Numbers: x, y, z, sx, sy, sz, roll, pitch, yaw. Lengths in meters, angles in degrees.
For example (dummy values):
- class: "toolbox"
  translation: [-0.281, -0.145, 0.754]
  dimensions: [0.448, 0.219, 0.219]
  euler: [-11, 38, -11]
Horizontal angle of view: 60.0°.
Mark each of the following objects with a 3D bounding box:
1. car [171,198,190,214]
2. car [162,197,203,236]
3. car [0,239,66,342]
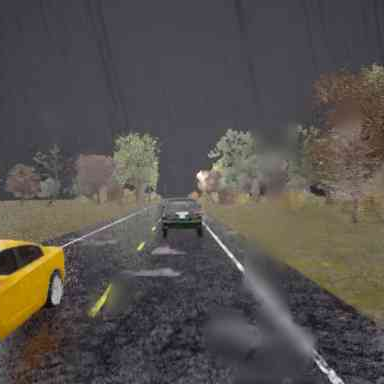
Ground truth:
- class: "car"
  translation: [-1.355, 1.581, 39.341]
  dimensions: [2.097, 1.767, 4.553]
  euler: [-1, 0, -2]
- class: "car"
  translation: [-0.588, 1.327, 19.544]
  dimensions: [2.150, 2.045, 5.566]
  euler: [-1, 0, -2]
- class: "car"
  translation: [-3.609, 1.560, 5.229]
  dimensions: [1.882, 1.535, 5.008]
  euler: [-1, 0, -2]
